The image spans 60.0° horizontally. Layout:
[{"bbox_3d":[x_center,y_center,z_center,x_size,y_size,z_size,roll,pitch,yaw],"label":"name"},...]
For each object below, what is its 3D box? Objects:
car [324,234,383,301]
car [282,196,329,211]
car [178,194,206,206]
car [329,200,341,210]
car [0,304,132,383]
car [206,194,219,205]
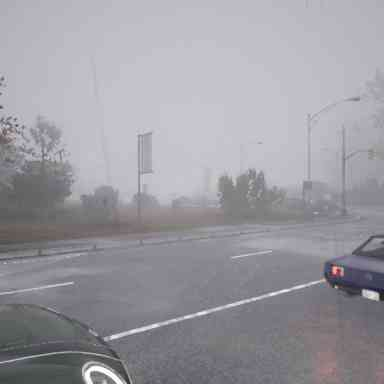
[{"bbox_3d":[5.069,1.572,7.346,4.718,1.301,1.895,-1,0,-35],"label":"car"},{"bbox_3d":[11.686,1.291,35.698,1.837,1.490,4.892,-1,0,-38],"label":"car"},{"bbox_3d":[-0.582,1.300,51.083,1.837,1.490,4.892,-1,0,-39],"label":"car"},{"bbox_3d":[14.407,1.247,37.932,2.128,1.511,4.902,-1,0,-39],"label":"car"},{"bbox_3d":[-2.576,1.352,1.886,4.553,1.767,2.097,0,0,-36],"label":"car"},{"bbox_3d":[2.295,1.117,53.089,2.097,1.767,4.553,-1,0,-39],"label":"car"}]
